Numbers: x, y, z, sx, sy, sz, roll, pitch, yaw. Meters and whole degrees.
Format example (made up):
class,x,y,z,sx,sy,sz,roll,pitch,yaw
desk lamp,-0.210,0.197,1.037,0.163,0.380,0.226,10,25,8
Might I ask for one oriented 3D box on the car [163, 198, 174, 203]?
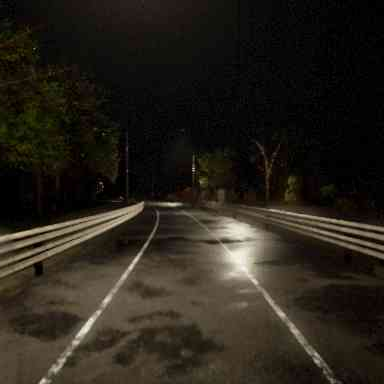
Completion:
class,x,y,z,sx,sy,sz,roll,pitch,yaw
car,-6.661,2.410,93.190,1.837,1.490,4.892,0,0,-25

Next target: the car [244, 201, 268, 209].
class,x,y,z,sx,sy,sz,roll,pitch,yaw
car,10.614,2.226,55.538,1.837,1.490,4.892,0,0,-25
